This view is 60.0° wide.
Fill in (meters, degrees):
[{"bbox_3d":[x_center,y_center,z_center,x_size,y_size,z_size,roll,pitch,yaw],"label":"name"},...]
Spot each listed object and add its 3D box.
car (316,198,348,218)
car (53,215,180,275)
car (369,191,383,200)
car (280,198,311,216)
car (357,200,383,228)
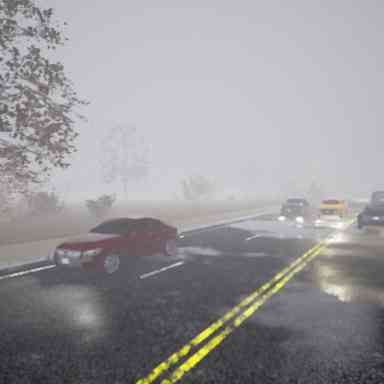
[{"bbox_3d":[11.567,1.252,27.398,1.882,1.535,5.008,-1,0,31],"label":"car"},{"bbox_3d":[-2.141,1.517,10.731,1.812,1.442,4.674,-1,0,31],"label":"car"},{"bbox_3d":[19.743,0.875,34.505,2.150,2.045,5.566,-1,1,31],"label":"car"},{"bbox_3d":[9.394,1.296,30.086,1.837,1.490,4.892,-1,0,31],"label":"car"},{"bbox_3d":[11.033,1.373,19.834,1.994,1.385,4.181,-1,0,31],"label":"car"}]
